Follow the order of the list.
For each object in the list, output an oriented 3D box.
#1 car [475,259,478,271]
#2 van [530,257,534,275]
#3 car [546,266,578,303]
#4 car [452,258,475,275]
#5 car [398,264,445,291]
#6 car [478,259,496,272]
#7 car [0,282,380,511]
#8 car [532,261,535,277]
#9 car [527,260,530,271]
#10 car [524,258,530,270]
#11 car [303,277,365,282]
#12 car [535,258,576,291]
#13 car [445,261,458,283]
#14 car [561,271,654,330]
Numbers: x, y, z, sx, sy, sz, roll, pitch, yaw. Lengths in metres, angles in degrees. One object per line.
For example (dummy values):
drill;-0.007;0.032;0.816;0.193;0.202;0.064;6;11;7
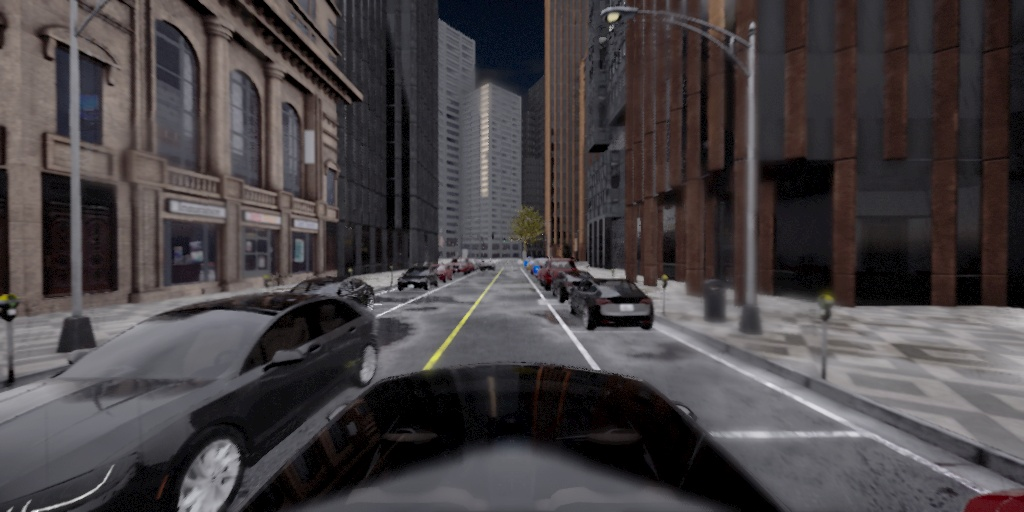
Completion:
car;-5.665;1.322;44.725;1.888;1.381;4.507;0;0;0
van;2.860;1.113;33.477;1.690;1.789;3.998;0;0;0
car;2.858;1.328;16.603;1.948;1.339;4.313;0;0;0
car;-5.665;1.090;39.100;2.192;1.841;5.009;0;0;0
car;-5.667;1.332;22.226;1.948;1.339;4.313;0;0;0
car;-3.072;1.379;46.251;1.895;1.301;4.718;0;0;0
car;-3.101;1.257;4.102;1.837;1.490;4.892;0;0;0
car;2.859;1.315;27.852;1.888;1.381;4.507;0;0;0
car;2.861;1.357;39.101;1.802;1.307;4.207;0;0;0
car;2.862;1.304;50.520;1.751;1.417;4.829;0;0;0
car;-5.668;1.324;10.977;1.948;1.339;4.313;0;0;0
car;2.858;1.080;22.228;2.192;1.841;5.009;0;0;0
car;-5.667;1.315;27.851;1.888;1.381;4.507;0;0;0
car;2.857;1.324;10.979;1.948;1.339;4.313;0;0;0
